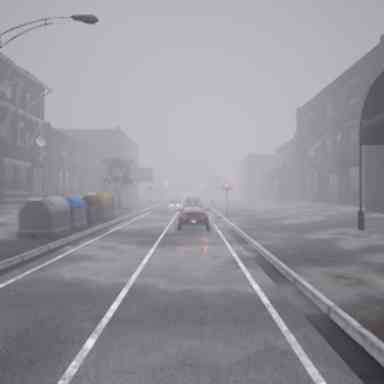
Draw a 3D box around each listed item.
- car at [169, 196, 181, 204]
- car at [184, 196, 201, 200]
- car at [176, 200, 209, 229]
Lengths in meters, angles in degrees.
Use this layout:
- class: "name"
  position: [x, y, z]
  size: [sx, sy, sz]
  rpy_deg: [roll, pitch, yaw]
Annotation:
- class: "car"
  position: [-3.057, 1.451, 59.680]
  size: [1.994, 1.385, 4.181]
  rpy_deg: [0, 0, 1]
- class: "car"
  position: [0.089, 1.268, 38.824]
  size: [2.097, 1.767, 4.553]
  rpy_deg: [0, 0, 0]
- class: "car"
  position: [0.093, 1.470, 20.943]
  size: [1.812, 1.442, 4.674]
  rpy_deg: [0, 0, 0]
